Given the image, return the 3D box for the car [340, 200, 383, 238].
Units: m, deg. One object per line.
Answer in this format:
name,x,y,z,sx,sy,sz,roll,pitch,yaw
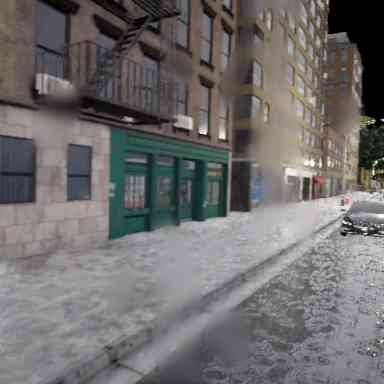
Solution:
car,7.868,1.139,14.809,1.837,1.490,4.892,3,3,31
